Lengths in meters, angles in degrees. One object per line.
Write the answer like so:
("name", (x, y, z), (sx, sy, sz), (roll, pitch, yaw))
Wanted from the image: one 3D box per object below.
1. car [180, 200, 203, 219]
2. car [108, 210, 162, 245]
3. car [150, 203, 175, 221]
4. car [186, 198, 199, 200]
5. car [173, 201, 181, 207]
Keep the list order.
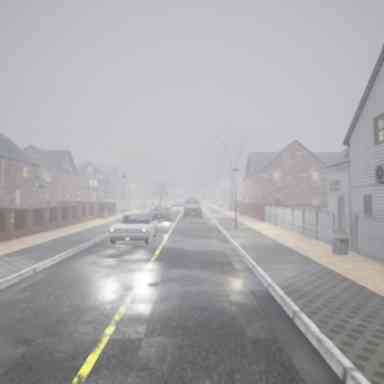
("car", (0.058, 1.919, 34.106), (1.882, 1.535, 5.008), (0, -1, 0))
("car", (-2.867, 1.817, 17.025), (1.895, 1.301, 4.718), (0, -1, 0))
("car", (-2.885, 1.965, 31.062), (1.994, 1.385, 4.181), (0, -1, 0))
("car", (0.028, 1.800, 44.149), (2.150, 2.045, 5.566), (0, -1, 0))
("car", (-2.834, 2.454, 66.631), (1.994, 1.385, 4.181), (0, -1, 0))
